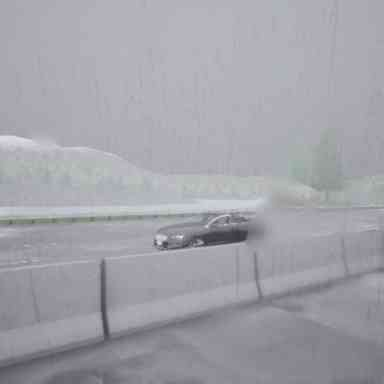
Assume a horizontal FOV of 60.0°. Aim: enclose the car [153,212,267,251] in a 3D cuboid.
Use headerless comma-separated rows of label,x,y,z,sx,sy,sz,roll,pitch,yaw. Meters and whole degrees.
car,0.847,1.554,13.192,4.902,1.511,2.128,1,0,-35
